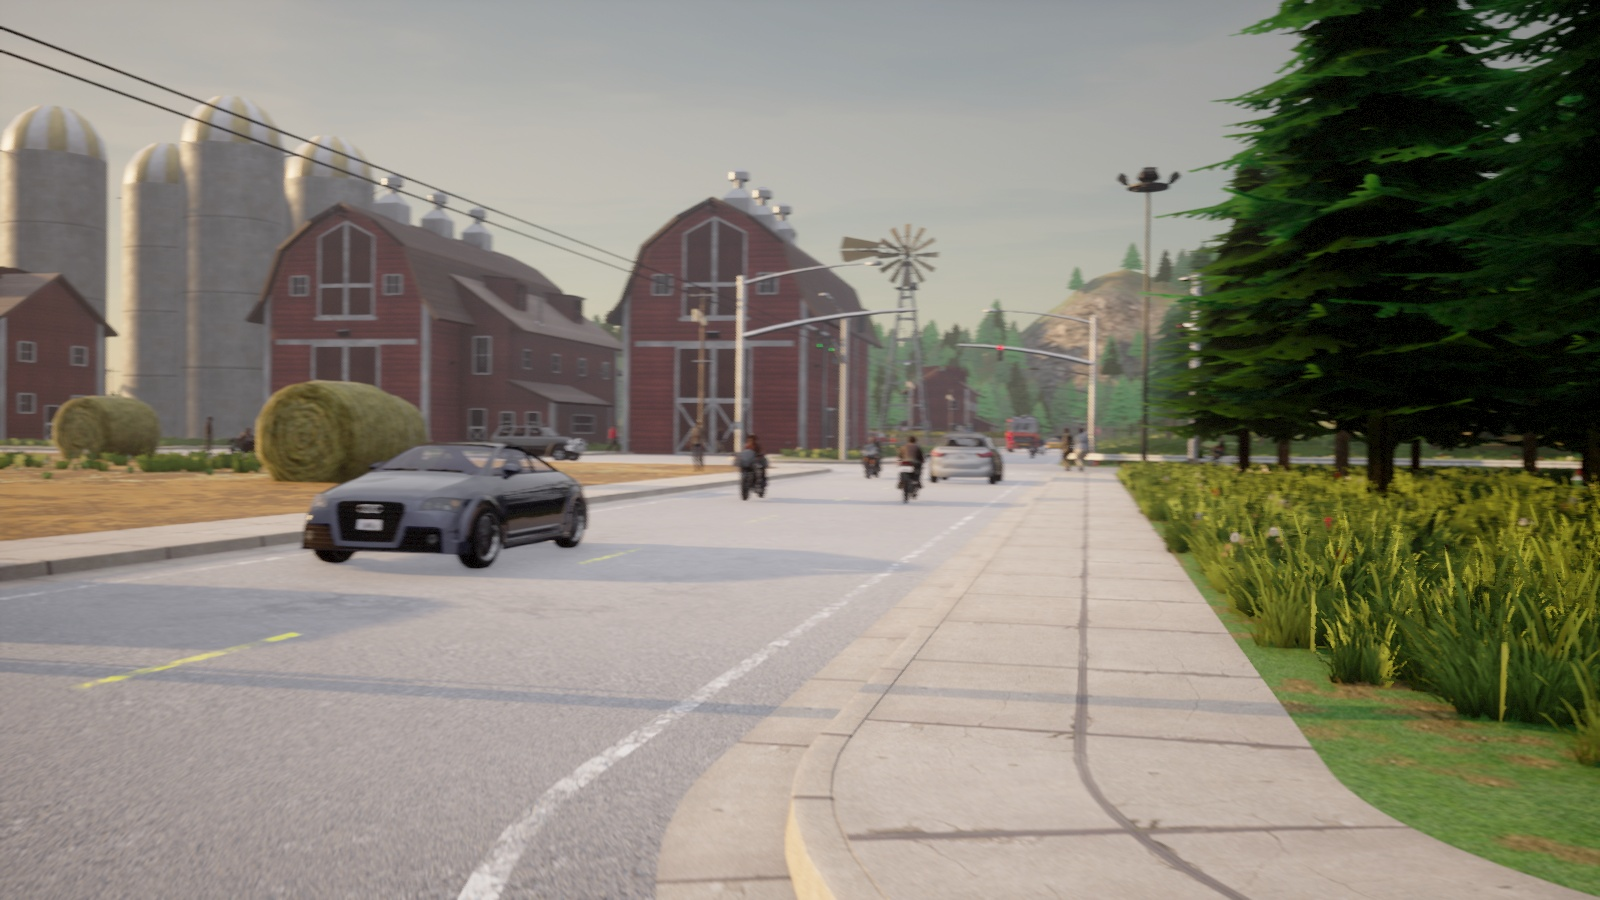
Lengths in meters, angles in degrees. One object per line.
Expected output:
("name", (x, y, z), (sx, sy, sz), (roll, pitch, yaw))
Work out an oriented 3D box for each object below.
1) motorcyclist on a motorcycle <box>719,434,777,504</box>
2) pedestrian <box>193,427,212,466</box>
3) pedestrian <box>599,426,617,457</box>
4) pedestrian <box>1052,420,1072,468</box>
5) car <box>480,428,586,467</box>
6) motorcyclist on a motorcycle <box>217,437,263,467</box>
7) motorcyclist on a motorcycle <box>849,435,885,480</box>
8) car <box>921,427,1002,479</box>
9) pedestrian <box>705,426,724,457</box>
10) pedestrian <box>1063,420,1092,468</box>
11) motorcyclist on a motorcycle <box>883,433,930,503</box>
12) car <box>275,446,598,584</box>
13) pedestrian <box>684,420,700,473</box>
("motorcyclist on a motorcycle", (-1.154, 0.404, 28.513), (0.797, 1.523, 2.044), (0, 1, 13))
("pedestrian", (-27.944, -0.175, 58.731), (0.703, 1.840, 0.431), (0, 1, -11))
("pedestrian", (-11.652, -0.533, 76.307), (0.899, 1.844, 0.634), (0, 1, 9))
("pedestrian", (10.498, -0.243, 50.372), (0.396, 1.930, 0.692), (-1, 1, -39))
("car", (-12.948, -0.121, 60.921), (4.605, 1.855, 1.932), (0, 1, 12))
("motorcyclist on a motorcycle", (-28.601, 0.092, 64.134), (2.044, 1.523, 0.797), (0, 1, 12))
("motorcyclist on a motorcycle", (2.380, 0.248, 44.154), (0.866, 1.530, 2.191), (0, 1, 13))
("car", (5.462, 0.067, 42.048), (2.242, 1.667, 4.611), (0, 1, 13))
("pedestrian", (-5.161, -0.512, 75.783), (0.899, 1.844, 0.634), (0, 1, 26))
("pedestrian", (10.932, -0.242, 49.493), (0.874, 1.855, 0.900), (0, 1, -4))
("motorcyclist on a motorcycle", (2.441, 0.384, 28.551), (0.797, 1.523, 2.044), (0, 1, 13))
("car", (-4.151, 0.664, 15.164), (1.994, 1.385, 4.181), (0, 1, 12))
("pedestrian", (-3.704, -0.109, 43.208), (0.328, 1.805, 0.869), (0, 1, 11))
